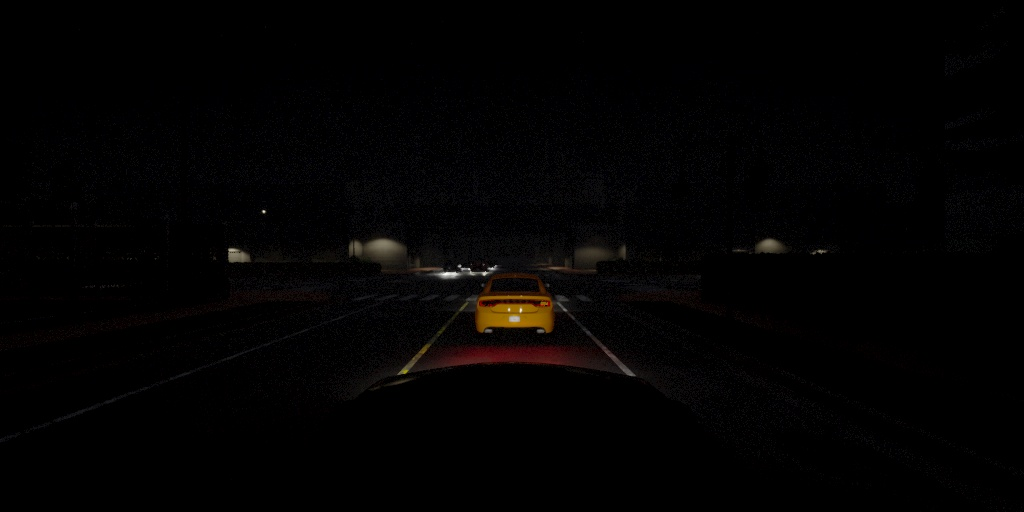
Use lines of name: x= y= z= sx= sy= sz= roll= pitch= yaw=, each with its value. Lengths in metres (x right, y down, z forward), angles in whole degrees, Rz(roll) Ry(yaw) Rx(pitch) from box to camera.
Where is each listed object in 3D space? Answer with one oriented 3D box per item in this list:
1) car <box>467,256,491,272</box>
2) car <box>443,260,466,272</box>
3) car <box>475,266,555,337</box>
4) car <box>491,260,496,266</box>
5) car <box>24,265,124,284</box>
car: x=-4.265 y=1.115 z=46.764 sx=2.097 sy=1.767 sz=4.553 roll=0 pitch=0 yaw=0
car: x=-7.765 y=1.254 z=46.852 sx=2.128 sy=1.511 sz=4.902 roll=0 pitch=0 yaw=0
car: x=0.094 y=1.227 z=10.311 sx=1.882 sy=1.535 sz=5.008 roll=0 pitch=0 yaw=1
car: x=-4.242 y=1.363 z=62.758 sx=1.895 sy=1.301 sz=4.718 roll=0 pitch=0 yaw=0
car: x=-31.025 y=1.312 z=25.442 sx=5.357 sy=1.411 sz=2.033 roll=0 pitch=0 yaw=0
